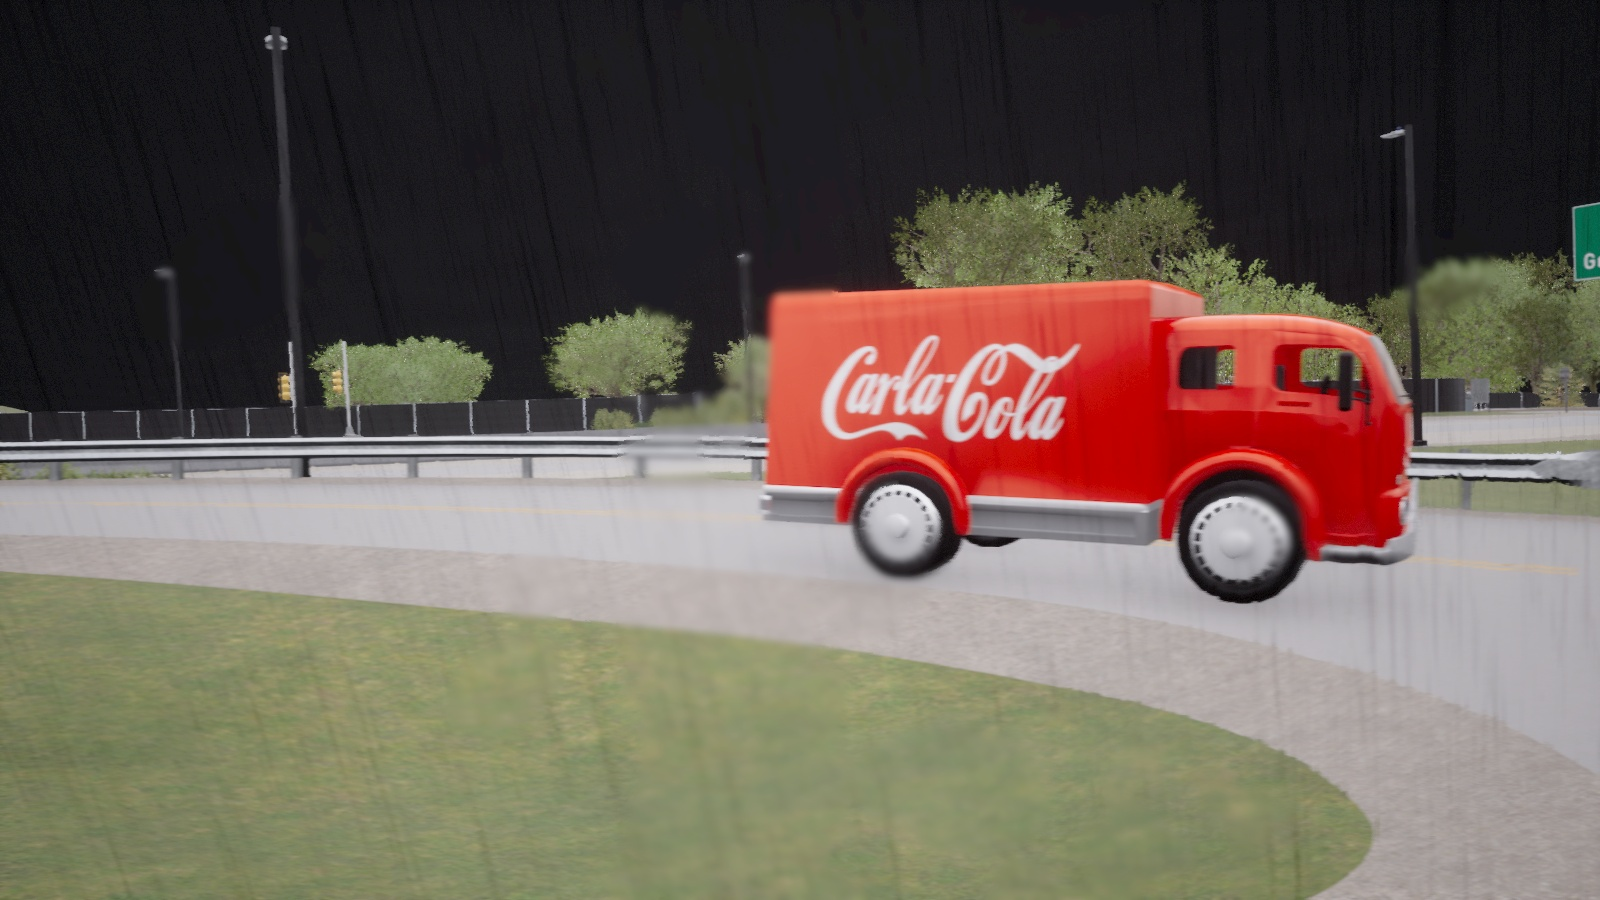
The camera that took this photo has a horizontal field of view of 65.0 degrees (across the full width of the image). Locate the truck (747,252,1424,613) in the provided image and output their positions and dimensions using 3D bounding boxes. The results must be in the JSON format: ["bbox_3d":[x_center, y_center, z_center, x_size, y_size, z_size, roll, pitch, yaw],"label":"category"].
[{"bbox_3d":[2.485,-0.230,10.951,5.204,2.467,2.627,1,4,28],"label":"truck"}]
